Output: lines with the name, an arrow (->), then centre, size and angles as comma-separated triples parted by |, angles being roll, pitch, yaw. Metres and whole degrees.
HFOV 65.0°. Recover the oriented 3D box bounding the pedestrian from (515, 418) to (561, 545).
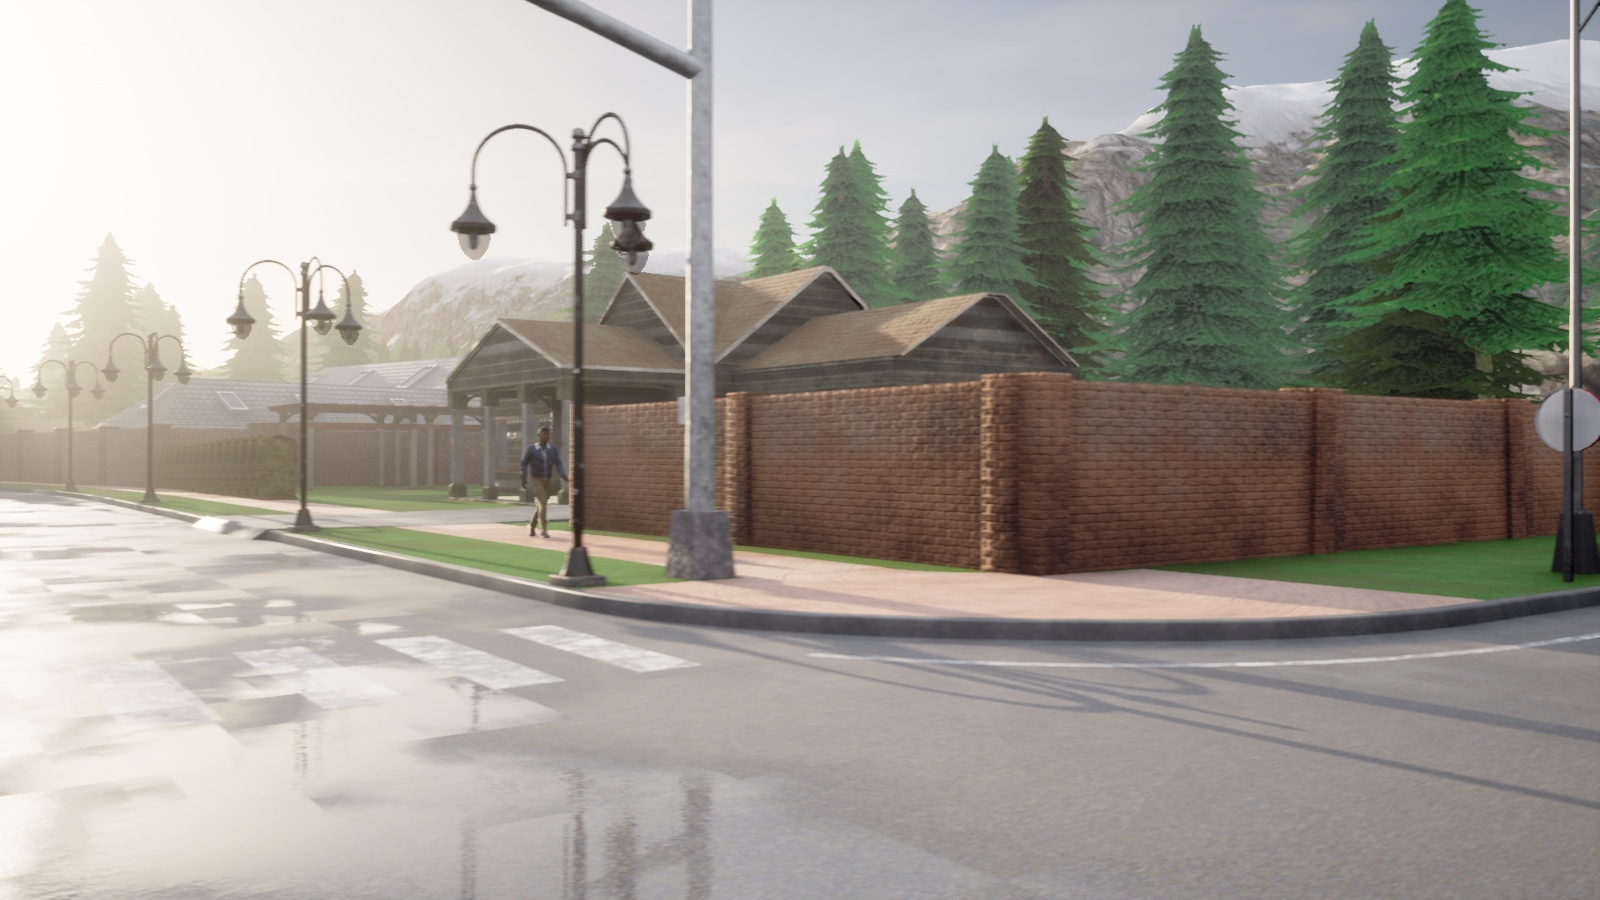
pedestrian -> -4.137, 0.487, 19.796 | 0.423, 1.949, 0.788 | 0, 0, -35
